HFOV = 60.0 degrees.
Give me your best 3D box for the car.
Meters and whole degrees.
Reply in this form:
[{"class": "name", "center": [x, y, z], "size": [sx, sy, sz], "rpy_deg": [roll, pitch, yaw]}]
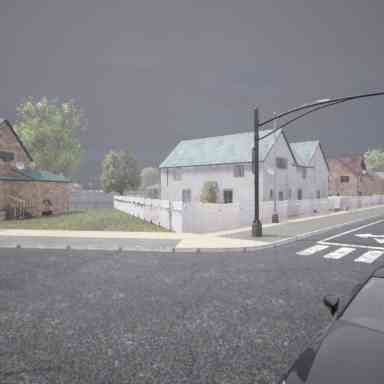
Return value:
[{"class": "car", "center": [2.548, 1.524, 3.442], "size": [1.812, 1.442, 4.674], "rpy_deg": [0, 0, 42]}]
